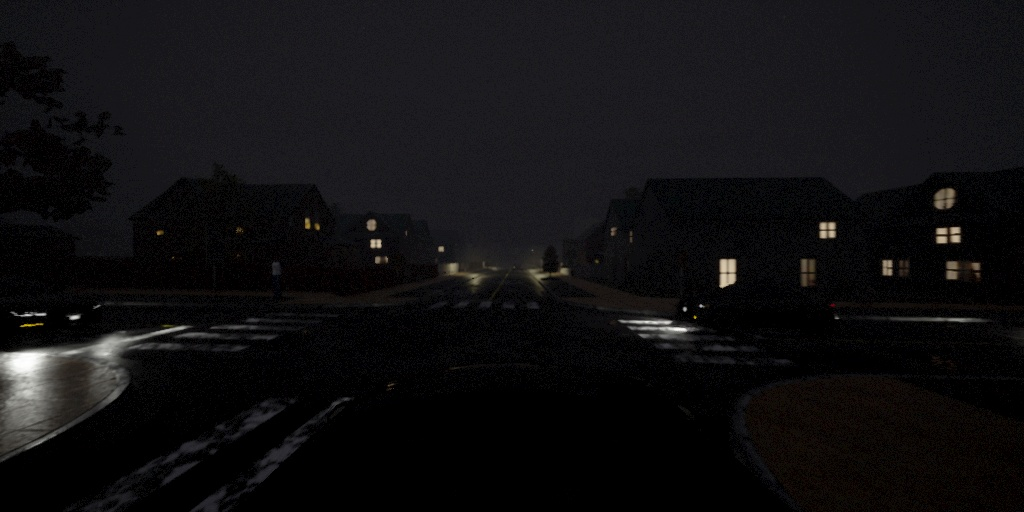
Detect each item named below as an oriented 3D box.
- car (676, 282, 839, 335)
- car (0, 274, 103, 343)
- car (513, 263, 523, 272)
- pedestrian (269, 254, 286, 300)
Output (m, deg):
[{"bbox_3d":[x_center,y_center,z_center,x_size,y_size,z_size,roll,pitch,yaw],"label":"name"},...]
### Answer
[{"bbox_3d":[7.461,1.529,11.209,4.181,1.385,1.994,1,1,4],"label":"car"},{"bbox_3d":[-12.985,1.199,8.738,4.892,1.490,1.837,1,1,2],"label":"car"},{"bbox_3d":[1.020,1.997,63.431,2.033,1.411,5.357,0,-1,1],"label":"car"},{"bbox_3d":[-9.456,0.820,14.480,0.375,1.860,0.375,0,-1,2],"label":"pedestrian"}]
